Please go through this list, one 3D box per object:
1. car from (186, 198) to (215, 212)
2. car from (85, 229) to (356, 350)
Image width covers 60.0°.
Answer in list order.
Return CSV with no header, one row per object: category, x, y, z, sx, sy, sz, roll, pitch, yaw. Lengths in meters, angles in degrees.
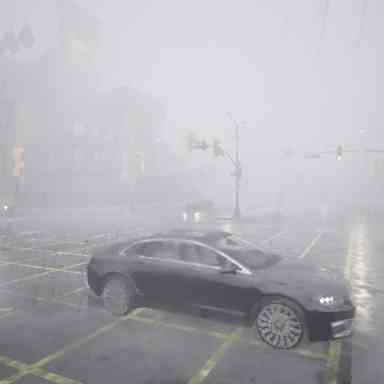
car,1.043,1.462,39.618,1.882,1.535,5.008,0,0,28
car,0.296,1.488,6.142,4.902,1.511,2.128,0,0,26
